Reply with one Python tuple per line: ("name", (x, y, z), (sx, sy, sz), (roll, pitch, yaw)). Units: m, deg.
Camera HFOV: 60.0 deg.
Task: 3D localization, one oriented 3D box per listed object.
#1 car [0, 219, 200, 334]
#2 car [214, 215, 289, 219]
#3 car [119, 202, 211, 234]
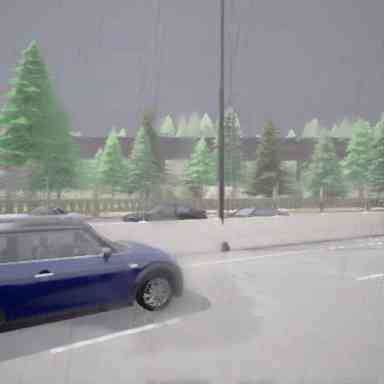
("car", (-2.364, 1.325, 6.173), (4.553, 1.767, 2.097), (0, 0, -35))
("car", (3.249, 1.496, 17.882), (4.674, 1.442, 1.812), (0, 0, -27))
("car", (-1.516, 1.423, 19.247), (5.008, 1.535, 1.882), (0, 0, -29))
